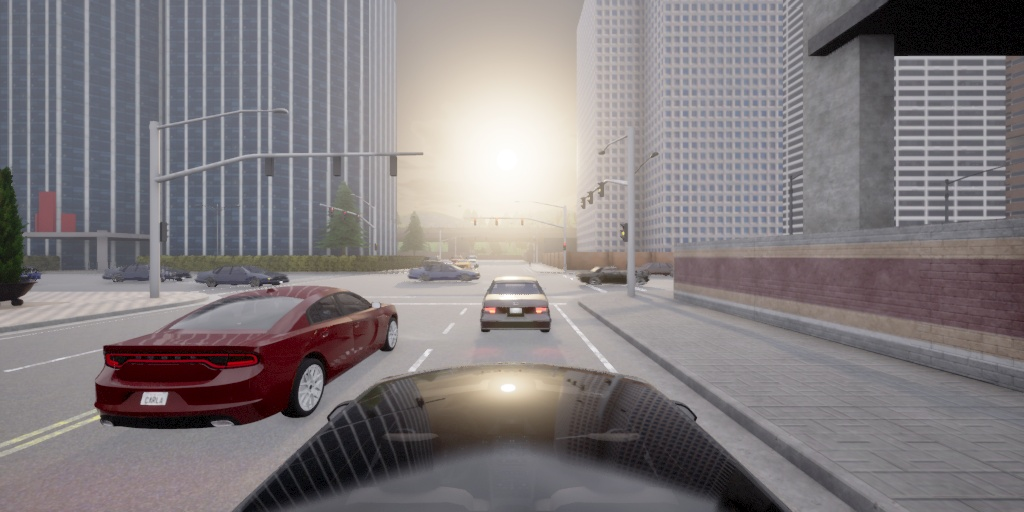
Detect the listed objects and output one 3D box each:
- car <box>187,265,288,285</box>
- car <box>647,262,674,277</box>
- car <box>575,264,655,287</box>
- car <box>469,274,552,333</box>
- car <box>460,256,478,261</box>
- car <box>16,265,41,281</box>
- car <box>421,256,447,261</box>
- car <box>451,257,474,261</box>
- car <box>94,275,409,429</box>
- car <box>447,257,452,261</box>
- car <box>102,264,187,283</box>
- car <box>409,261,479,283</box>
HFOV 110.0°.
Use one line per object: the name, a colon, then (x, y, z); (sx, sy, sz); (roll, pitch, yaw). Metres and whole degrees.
car: (-17.490, 1.297, 23.291); (5.357, 1.411, 2.033); (0, 0, 5)
car: (13.912, 1.297, 34.737); (5.357, 1.411, 2.033); (0, 0, 0)
car: (6.703, 1.351, 24.036); (4.718, 1.301, 1.895); (0, 0, 0)
car: (0.090, 1.297, 10.757); (2.033, 1.411, 5.357); (0, 0, 0)
car: (-7.031, 0.971, 61.800); (2.150, 2.045, 5.566); (0, 0, 0)
car: (-34.840, 0.971, 23.585); (5.566, 2.045, 2.150); (0, 0, 0)
car: (-10.569, 0.972, 47.353); (2.150, 2.045, 5.566); (0, 0, 0)
car: (-7.063, 1.227, 51.959); (1.882, 1.535, 5.008); (0, 0, 0)
car: (-3.440, 1.228, 5.945); (1.882, 1.535, 5.008); (0, 0, 0)
car: (-10.551, 1.275, 56.892); (1.812, 1.442, 4.674); (0, 0, 0)
car: (-27.537, 1.297, 27.127); (5.357, 1.411, 2.033); (0, 0, 0)
car: (-5.133, 1.297, 27.389); (5.357, 1.411, 2.033); (0, 0, -1)
